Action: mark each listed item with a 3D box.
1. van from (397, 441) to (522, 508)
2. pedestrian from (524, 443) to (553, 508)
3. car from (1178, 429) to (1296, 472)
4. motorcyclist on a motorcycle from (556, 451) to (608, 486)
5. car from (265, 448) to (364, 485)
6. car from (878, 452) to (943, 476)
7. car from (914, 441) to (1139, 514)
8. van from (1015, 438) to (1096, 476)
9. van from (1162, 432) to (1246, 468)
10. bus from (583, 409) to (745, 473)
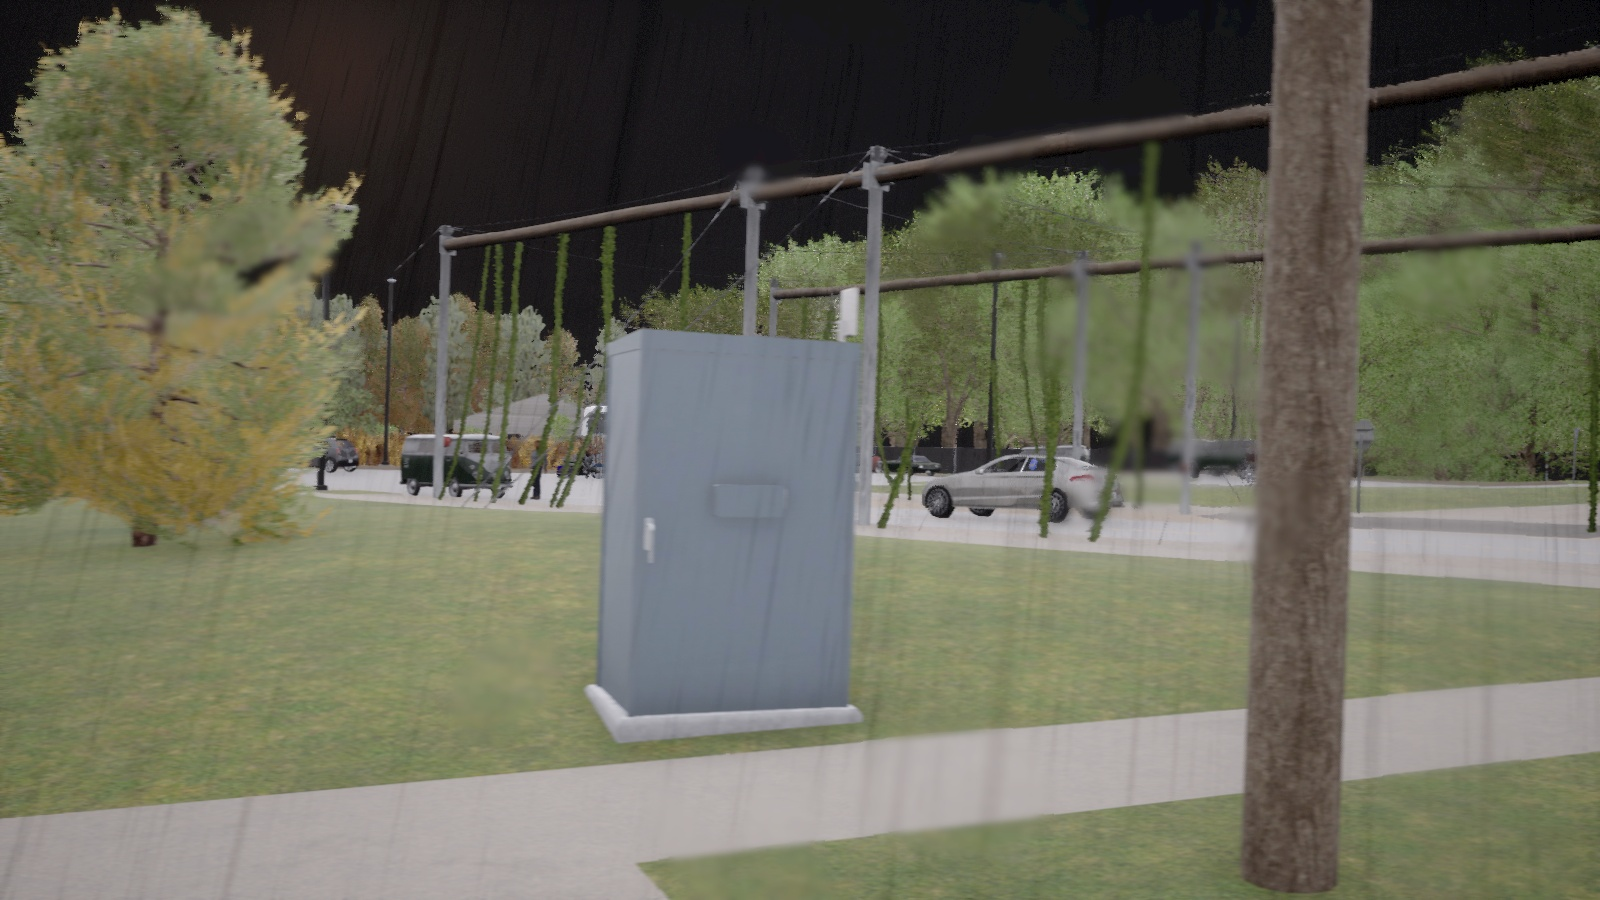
[{"bbox_3d":[-10.735,0.735,39.432,4.442,1.987,1.775,0,-1,44],"label":"van"},{"bbox_3d":[-8.017,0.773,38.496,0.423,1.949,0.788,1,0,30],"label":"pedestrian"},{"bbox_3d":[22.249,0.028,64.133,2.150,2.045,5.566,-2,0,-31],"label":"car"},{"bbox_3d":[-9.845,0.808,56.794,2.191,1.530,0.866,0,1,-21],"label":"motorcyclist on a motorcycle"},{"bbox_3d":[-21.226,0.683,54.994,3.633,1.501,1.845,1,1,14],"label":"car"},{"bbox_3d":[7.065,0.867,80.740,1.895,1.301,4.718,-2,2,-29],"label":"car"},{"bbox_3d":[5.463,0.647,30.755,5.027,1.651,2.152,-1,-1,43],"label":"car"},{"bbox_3d":[15.444,0.431,75.983,4.442,1.987,1.775,-4,-1,21],"label":"van"},{"bbox_3d":[22.739,-0.003,70.865,1.775,1.987,4.442,-1,0,-30],"label":"van"},{"bbox_3d":[-9.296,-0.626,85.970,10.273,4.253,3.944,0,1,15],"label":"bus"}]
